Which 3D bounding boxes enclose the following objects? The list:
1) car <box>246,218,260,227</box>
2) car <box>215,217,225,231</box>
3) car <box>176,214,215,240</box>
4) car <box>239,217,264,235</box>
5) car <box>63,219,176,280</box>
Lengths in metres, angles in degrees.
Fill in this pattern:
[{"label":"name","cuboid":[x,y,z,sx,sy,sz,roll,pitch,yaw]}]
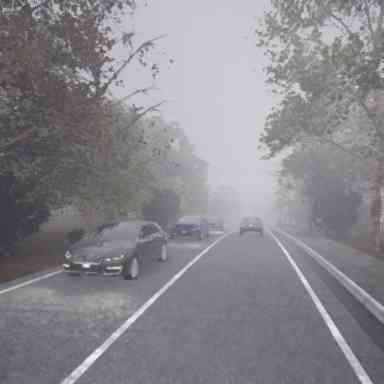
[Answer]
[{"label":"car","cuboid":[9.219,4.537,49.928,1.895,1.301,4.718,1,-4,12]},{"label":"car","cuboid":[2.155,3.088,32.655,1.994,1.385,4.181,1,-4,12]},{"label":"car","cuboid":[0.015,2.179,21.525,1.882,1.535,5.008,1,-4,11]},{"label":"car","cuboid":[4.896,2.766,27.394,2.033,1.411,5.357,1,-4,11]},{"label":"car","cuboid":[-2.117,1.661,10.562,1.837,1.490,4.892,1,-2,12]}]
